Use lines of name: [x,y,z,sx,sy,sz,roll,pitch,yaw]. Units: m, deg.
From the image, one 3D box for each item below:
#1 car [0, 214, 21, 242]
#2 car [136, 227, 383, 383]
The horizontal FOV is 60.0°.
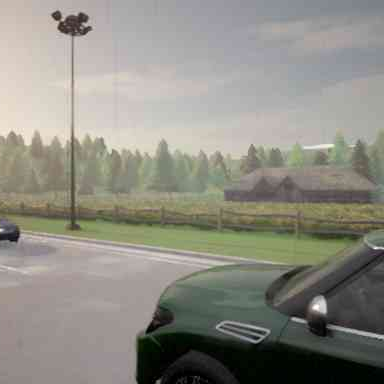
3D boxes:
car: [-9.701,1.585,15.206,4.181,1.385,1.994,0,0,35]
car: [2.097,1.223,2.494,5.566,2.045,2.150,0,0,35]
